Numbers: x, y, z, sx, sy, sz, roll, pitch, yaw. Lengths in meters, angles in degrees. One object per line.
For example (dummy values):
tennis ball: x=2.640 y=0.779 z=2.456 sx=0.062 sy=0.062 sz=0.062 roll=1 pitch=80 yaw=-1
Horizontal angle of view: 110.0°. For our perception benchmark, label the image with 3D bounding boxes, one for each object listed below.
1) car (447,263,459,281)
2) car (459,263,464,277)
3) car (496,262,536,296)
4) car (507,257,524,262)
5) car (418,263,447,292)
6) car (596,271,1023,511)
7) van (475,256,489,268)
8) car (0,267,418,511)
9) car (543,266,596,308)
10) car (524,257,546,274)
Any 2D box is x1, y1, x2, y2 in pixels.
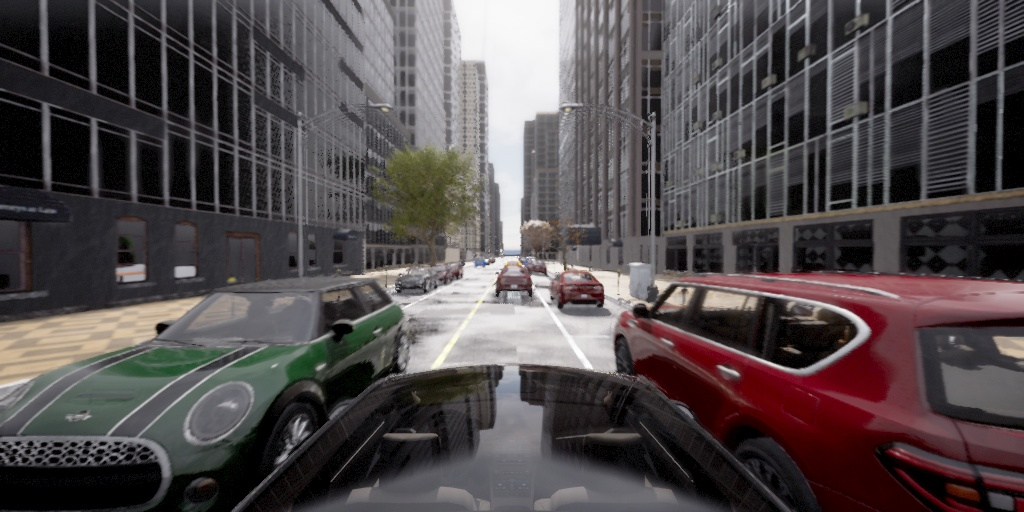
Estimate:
car: x=-5.313 y=1.301 z=26.171 sx=1.802 sy=1.307 sz=4.207 roll=0 pitch=0 yaw=0
car: x=-5.312 y=1.258 z=31.819 sx=1.888 sy=1.381 sz=4.507 roll=0 pitch=0 yaw=0
car: x=0.103 y=1.254 z=18.998 sx=1.812 sy=1.442 sz=4.674 roll=0 pitch=0 yaw=0
car: x=0.105 y=1.183 z=37.685 sx=1.882 sy=1.535 sz=5.008 roll=0 pitch=0 yaw=0
car: x=-5.314 y=1.277 z=20.522 sx=2.007 sy=1.370 sz=4.403 roll=0 pitch=0 yaw=0
car: x=2.565 y=1.062 z=3.607 sx=2.192 sy=1.841 sz=5.009 roll=0 pitch=0 yaw=0
van: x=-5.309 y=1.020 z=60.063 sx=1.690 sy=1.789 sz=3.998 roll=0 pitch=0 yaw=0
car: x=-2.847 y=1.099 z=4.411 sx=2.097 sy=1.767 sz=4.553 roll=0 pitch=0 yaw=0
car: x=2.566 y=1.278 z=14.904 sx=1.888 sy=1.381 sz=4.507 roll=0 pitch=0 yaw=0
car: x=2.569 y=1.146 z=37.499 sx=1.967 sy=1.591 sz=4.097 roll=0 pitch=0 yaw=0
